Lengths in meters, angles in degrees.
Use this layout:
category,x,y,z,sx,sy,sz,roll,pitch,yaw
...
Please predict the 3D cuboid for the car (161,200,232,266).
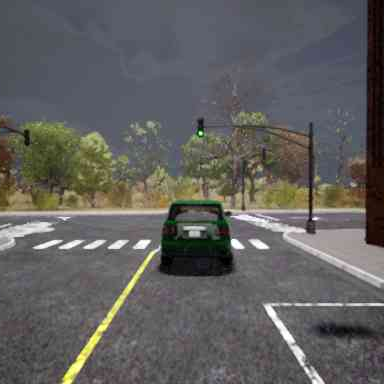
category,x,y,z,sx,sy,sz,roll,pitch,yaw
car,0.261,1.279,11.984,2.150,2.045,5.566,0,0,4
